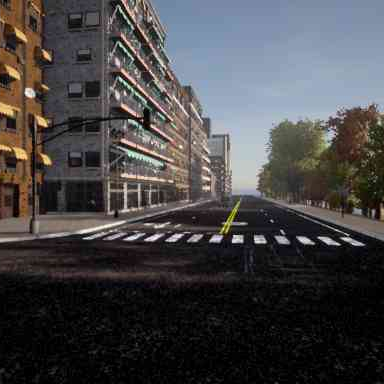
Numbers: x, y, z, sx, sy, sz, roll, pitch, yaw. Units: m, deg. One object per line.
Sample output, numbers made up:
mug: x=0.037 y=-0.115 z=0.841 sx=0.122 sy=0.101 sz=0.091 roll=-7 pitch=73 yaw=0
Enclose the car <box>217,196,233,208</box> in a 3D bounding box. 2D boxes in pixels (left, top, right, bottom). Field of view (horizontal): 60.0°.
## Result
car: x=4.937 y=1.360 z=49.163 sx=2.097 sy=1.767 sz=4.553 roll=0 pitch=0 yaw=9
